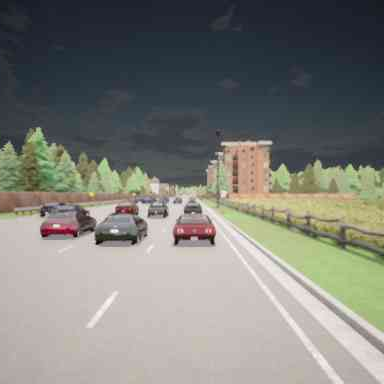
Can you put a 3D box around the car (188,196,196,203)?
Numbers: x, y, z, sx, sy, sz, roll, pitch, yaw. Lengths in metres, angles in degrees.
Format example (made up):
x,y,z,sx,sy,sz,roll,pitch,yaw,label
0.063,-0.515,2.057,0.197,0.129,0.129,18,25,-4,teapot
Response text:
x,y,z,sx,sy,sz,roll,pitch,yaw,label
0.027,1.918,88.290,2.097,1.767,4.553,0,0,0,car

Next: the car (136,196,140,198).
x,y,z,sx,sy,sz,roll,pitch,yaw,label
-13.970,2.163,77.866,2.033,1.411,5.357,0,0,0,car

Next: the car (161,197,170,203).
x,y,z,sx,sy,sz,roll,pitch,yaw,label
-6.974,2.064,88.300,1.837,1.490,4.892,0,0,0,car

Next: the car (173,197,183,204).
x,y,z,sx,sy,sz,roll,pitch,yaw,label
-3.469,2.149,78.246,2.128,1.511,4.902,0,0,0,car

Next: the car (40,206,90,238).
x,y,z,sx,sy,sz,roll,pitch,yaw,label
-6.892,1.718,18.927,1.994,1.385,4.181,0,0,0,car

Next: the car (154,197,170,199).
x,y,z,sx,sy,sz,roll,pitch,yaw,label
-6.970,2.146,77.831,2.033,1.411,5.357,0,0,0,car

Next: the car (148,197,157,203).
x,y,z,sx,sy,sz,roll,pitch,yaw,label
-10.474,2.064,88.291,1.837,1.490,4.892,0,0,0,car

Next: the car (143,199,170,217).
x,y,z,sx,sy,sz,roll,pitch,yaw,label
-3.387,1.768,34.092,2.128,1.511,4.902,0,0,0,car

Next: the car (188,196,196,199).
x,y,z,sx,sy,sz,roll,pitch,yaw,label
0.031,2.219,78.274,1.895,1.301,4.718,0,0,0,car

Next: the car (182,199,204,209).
x,y,z,sx,sy,sz,roll,pitch,yaw,label
0.114,1.781,34.166,1.837,1.490,4.892,0,0,0,car

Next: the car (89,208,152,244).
x,y,z,sx,sy,sz,roll,pitch,yaw,label
-3.393,1.699,16.578,1.994,1.385,4.181,0,0,0,car

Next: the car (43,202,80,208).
x,y,z,sx,sy,sz,roll,pitch,yaw,label
-10.389,1.780,28.580,2.033,1.411,5.357,0,0,0,car

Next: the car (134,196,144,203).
x,y,z,sx,sy,sz,roll,pitch,yaw,label
-13.973,1.919,88.253,2.097,1.767,4.553,0,0,0,car

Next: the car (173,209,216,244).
x,y,z,sx,sy,sz,roll,pitch,yaw,label
0.108,1.735,16.568,1.895,1.301,4.718,0,0,0,car

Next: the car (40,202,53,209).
x,y,z,sx,sy,sz,roll,pitch,yaw,label
-13.886,1.783,34.199,1.837,1.490,4.892,0,0,0,car

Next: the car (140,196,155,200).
x,y,z,sx,sy,sz,roll,pitch,yaw,label
-10.469,2.102,78.249,1.882,1.535,5.008,0,0,0,car

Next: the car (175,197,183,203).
x,y,z,sx,sy,sz,roll,pitch,yaw,label
-3.474,2.041,88.309,1.882,1.535,5.008,0,0,0,car

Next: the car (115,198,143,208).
x,y,z,sx,sy,sz,roll,pitch,yaw,label
-6.886,1.767,35.670,1.882,1.535,5.008,0,0,0,car
